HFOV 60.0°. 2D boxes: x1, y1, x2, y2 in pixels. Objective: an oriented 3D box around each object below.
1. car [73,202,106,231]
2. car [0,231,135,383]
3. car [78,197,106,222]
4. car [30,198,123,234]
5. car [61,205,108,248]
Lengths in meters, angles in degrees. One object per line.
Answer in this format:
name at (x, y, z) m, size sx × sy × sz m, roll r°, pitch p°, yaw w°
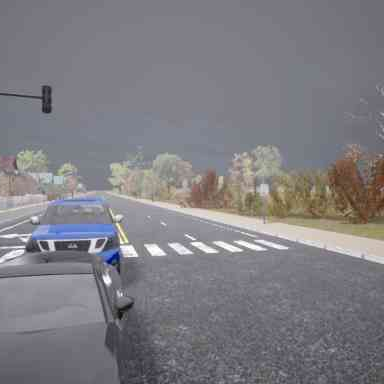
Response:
car at (-6.625, 1.468, 21.769) m, size 1.882 × 1.535 × 5.008 m, roll 0°, pitch 0°, yaw -16°
car at (-1.705, 1.524, 3.878) m, size 1.812 × 1.442 × 4.674 m, roll 0°, pitch 0°, yaw -13°
car at (-8.202, 1.338, 27.498) m, size 2.097 × 1.767 × 4.553 m, roll 0°, pitch 0°, yaw -15°
car at (-3.363, 1.218, 9.962) m, size 2.150 × 2.045 × 5.566 m, roll 0°, pitch 0°, yaw -15°
car at (-5.039, 1.499, 16.028) m, size 1.837 × 1.490 × 4.892 m, roll 0°, pitch 0°, yaw -15°
